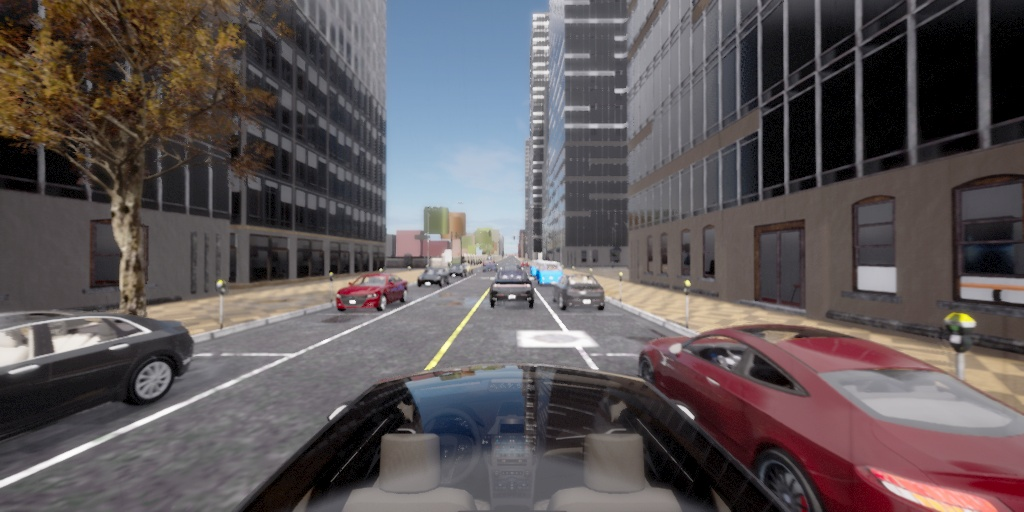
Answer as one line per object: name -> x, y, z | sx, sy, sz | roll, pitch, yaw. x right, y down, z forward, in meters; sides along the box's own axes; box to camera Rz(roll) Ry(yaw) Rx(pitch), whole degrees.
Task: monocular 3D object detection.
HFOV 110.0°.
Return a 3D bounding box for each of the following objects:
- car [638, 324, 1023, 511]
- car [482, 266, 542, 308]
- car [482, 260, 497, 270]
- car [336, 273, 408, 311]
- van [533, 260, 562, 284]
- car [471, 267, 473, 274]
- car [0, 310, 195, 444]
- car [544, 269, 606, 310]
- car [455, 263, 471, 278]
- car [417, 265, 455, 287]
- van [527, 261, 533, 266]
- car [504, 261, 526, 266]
car -> 2.690, 1.350, 3.645 | 1.802, 1.307, 4.207 | 0, 0, 0
car -> 0.001, 1.369, 16.140 | 2.128, 1.511, 4.902 | 0, 0, 0
car -> -3.014, 1.630, 50.293 | 1.994, 1.385, 4.181 | 0, 0, 0
car -> -5.693, 1.413, 15.044 | 1.888, 1.381, 4.507 | 0, 0, 0
van -> 2.685, 1.286, 26.453 | 1.690, 1.789, 3.998 | 0, 0, 0
car -> -5.829, 1.566, 45.081 | 1.751, 1.417, 4.829 | 0, 0, 0
car -> -5.691, 1.319, 3.644 | 2.007, 1.370, 4.403 | 0, 0, 0
car -> 2.687, 1.418, 15.047 | 2.007, 1.370, 4.403 | 0, 0, 0
car -> -5.779, 1.570, 37.847 | 1.948, 1.339, 4.313 | 0, 0, 0
car -> -5.696, 1.511, 26.450 | 1.948, 1.339, 4.313 | 0, 0, 0
van -> 2.764, 1.344, 37.851 | 1.690, 1.789, 3.998 | 0, 0, 0
car -> -0.001, 1.449, 31.324 | 1.882, 1.535, 5.008 | 0, 0, 0
